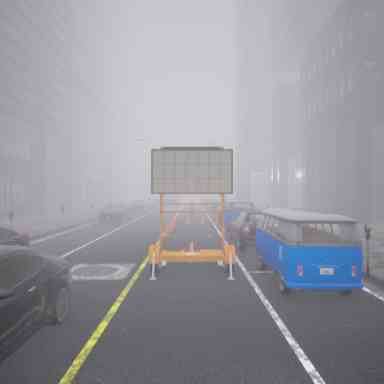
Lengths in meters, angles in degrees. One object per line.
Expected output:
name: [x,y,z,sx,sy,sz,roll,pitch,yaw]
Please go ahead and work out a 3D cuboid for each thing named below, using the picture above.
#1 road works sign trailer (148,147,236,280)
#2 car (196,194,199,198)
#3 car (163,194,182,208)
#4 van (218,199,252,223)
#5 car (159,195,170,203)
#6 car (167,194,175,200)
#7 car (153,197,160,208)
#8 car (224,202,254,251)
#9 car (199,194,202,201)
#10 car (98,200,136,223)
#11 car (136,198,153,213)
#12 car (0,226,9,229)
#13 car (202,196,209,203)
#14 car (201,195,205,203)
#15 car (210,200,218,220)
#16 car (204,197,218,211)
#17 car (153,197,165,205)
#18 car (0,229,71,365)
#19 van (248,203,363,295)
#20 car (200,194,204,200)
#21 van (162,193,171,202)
road works sign trailer: [0.003,0.462,9.916,2.380,3.560,2.880,0,0,0]
car: [2.691,1.449,81.577,1.887,1.381,4.507,1,0,0]
car: [-3.083,1.184,48.909,2.150,2.045,5.566,0,0,0]
van: [2.682,1.333,19.706,1.690,1.788,3.998,1,0,0]
car: [-5.835,1.367,70.323,1.967,1.590,4.097,1,0,0]
car: [-5.831,1.321,92.820,1.967,1.590,4.097,1,0,0]
car: [-5.840,1.490,47.654,1.752,1.417,4.829,1,0,0]
car: [2.680,1.436,14.080,1.967,1.590,4.097,1,0,0]
car: [2.687,1.492,59.078,1.887,1.381,4.507,1,0,0]
car: [-5.844,1.533,25.327,1.887,1.381,4.507,1,0,0]
car: [-5.842,1.529,36.575,2.008,1.369,4.403,1,0,0]
car: [-5.848,1.543,8.453,1.887,1.381,4.507,1,0,0]
car: [2.684,1.517,42.204,1.887,1.381,4.507,1,0,0]
car: [2.685,1.509,47.828,1.887,1.381,4.507,1,0,0]
car: [2.681,1.539,25.330,2.008,1.369,4.403,1,0,0]
car: [2.683,1.529,36.580,2.008,1.369,4.403,1,0,0]
car: [-5.839,1.530,59.074,1.802,1.307,4.206,1,0,0]
car: [-3.099,1.525,4.375,1.812,1.442,4.674,0,0,0]
van: [2.680,1.339,8.455,1.690,1.788,3.998,1,0,0]
car: [2.686,1.501,53.453,1.887,1.381,4.507,1,0,0]
van: [-5.833,1.257,75.947,1.690,1.788,3.998,1,0,0]
